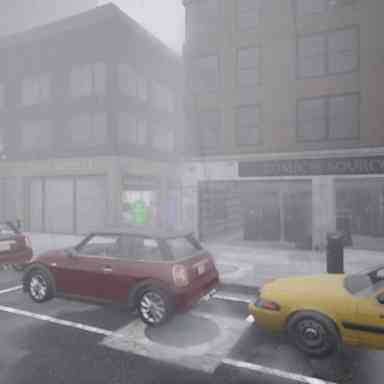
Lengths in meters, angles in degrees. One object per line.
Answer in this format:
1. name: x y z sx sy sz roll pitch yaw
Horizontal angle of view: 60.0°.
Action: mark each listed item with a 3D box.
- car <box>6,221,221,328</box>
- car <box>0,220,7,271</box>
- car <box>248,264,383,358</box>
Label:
1. car: -1.569 1.444 6.940 4.097 1.590 1.967 0 0 26
2. car: -6.531 1.444 9.366 4.097 1.590 1.967 0 0 26
3. car: 3.240 1.528 4.588 4.829 1.417 1.752 0 0 26
